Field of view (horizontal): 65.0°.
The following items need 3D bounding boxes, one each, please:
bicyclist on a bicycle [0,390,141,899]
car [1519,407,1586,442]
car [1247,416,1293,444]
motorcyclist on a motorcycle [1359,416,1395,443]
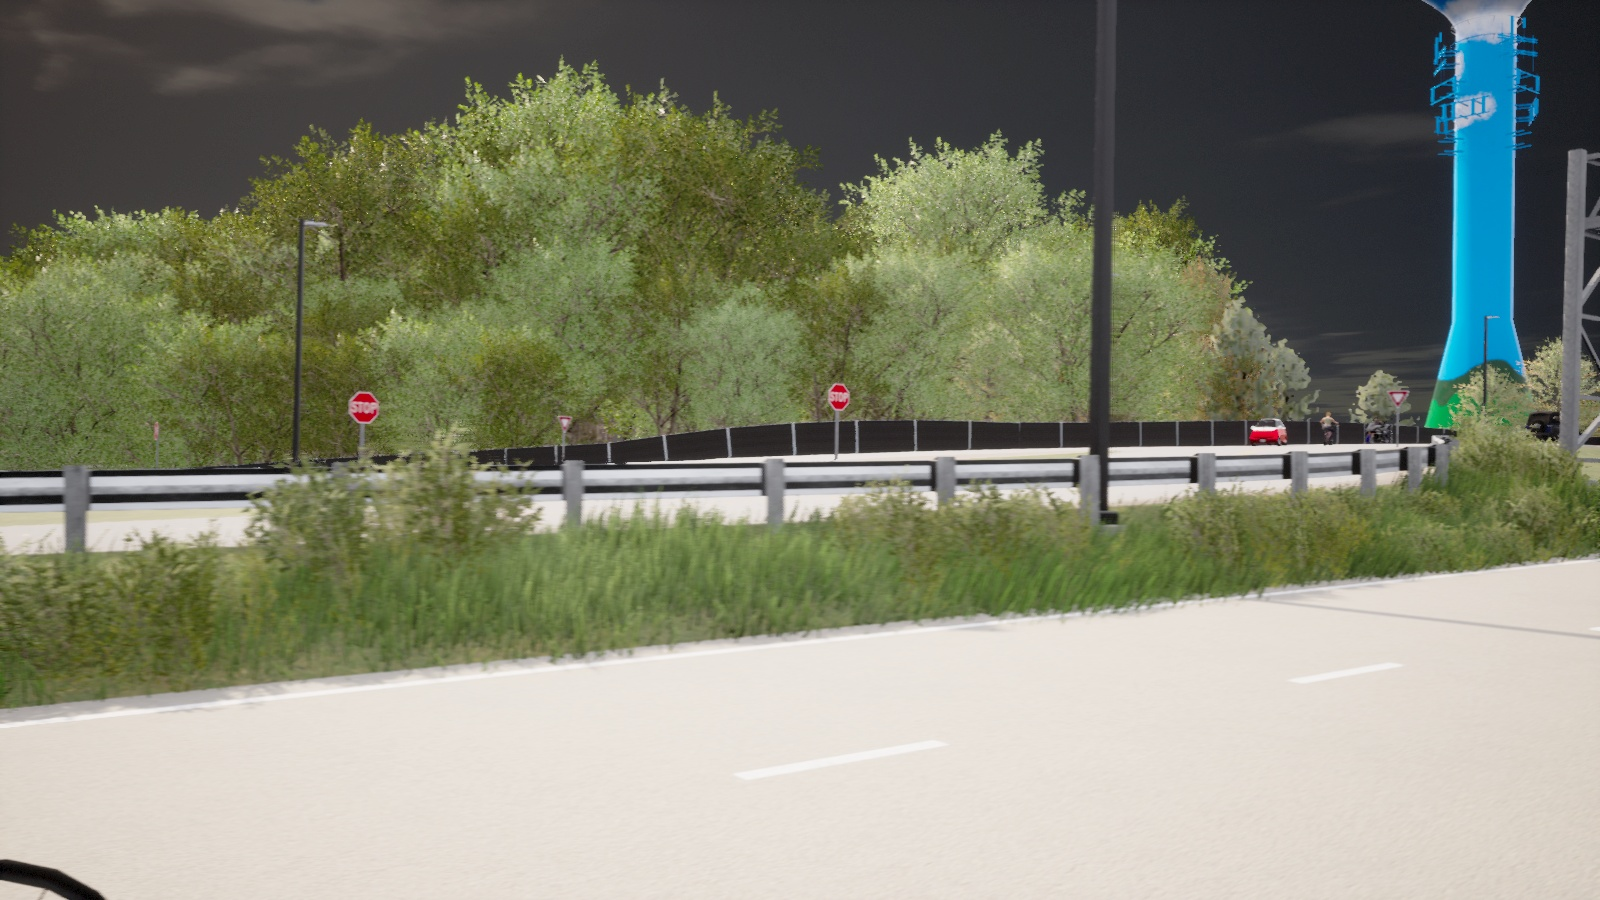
[{"bbox_3d":[-2.116,0.704,2.186,1.656,1.620,0.582,0,0,-35],"label":"bicyclist on a bicycle"},{"bbox_3d":[44.752,-1.499,74.675,3.866,1.878,1.905,2,-1,-32],"label":"car"},{"bbox_3d":[23.336,-0.979,62.344,1.481,1.376,2.207,0,1,40],"label":"car"},{"bbox_3d":[32.678,-1.147,71.117,2.191,1.530,0.866,-1,0,-35],"label":"motorcyclist on a motorcycle"}]
